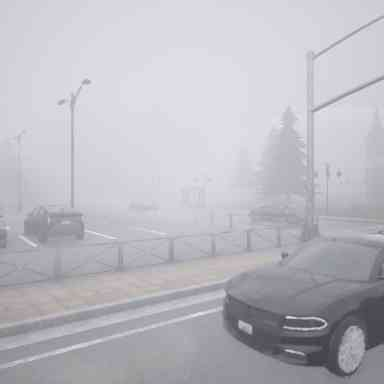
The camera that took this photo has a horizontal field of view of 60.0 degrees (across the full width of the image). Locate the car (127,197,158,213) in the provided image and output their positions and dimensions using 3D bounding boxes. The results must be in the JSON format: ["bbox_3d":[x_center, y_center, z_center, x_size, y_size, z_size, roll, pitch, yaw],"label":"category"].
[{"bbox_3d":[-5.626,1.526,38.047,1.812,1.442,4.674,0,0,-36],"label":"car"}]

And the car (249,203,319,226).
[{"bbox_3d":[6.021,1.492,22.298,2.128,1.511,4.902,0,0,-38],"label":"car"}]

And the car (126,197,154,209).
[{"bbox_3d":[-7.414,1.503,46.662,1.837,1.490,4.892,0,-1,-36],"label":"car"}]

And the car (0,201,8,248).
[{"bbox_3d":[-8.898,1.331,13.418,2.152,1.636,5.027,0,0,-36],"label":"car"}]

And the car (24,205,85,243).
[{"bbox_3d":[-6.387,1.340,15.298,2.007,1.523,4.514,0,0,-36],"label":"car"}]

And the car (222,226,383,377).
[{"bbox_3d":[2.781,1.477,5.680,5.008,1.535,1.882,0,0,-33],"label":"car"}]
